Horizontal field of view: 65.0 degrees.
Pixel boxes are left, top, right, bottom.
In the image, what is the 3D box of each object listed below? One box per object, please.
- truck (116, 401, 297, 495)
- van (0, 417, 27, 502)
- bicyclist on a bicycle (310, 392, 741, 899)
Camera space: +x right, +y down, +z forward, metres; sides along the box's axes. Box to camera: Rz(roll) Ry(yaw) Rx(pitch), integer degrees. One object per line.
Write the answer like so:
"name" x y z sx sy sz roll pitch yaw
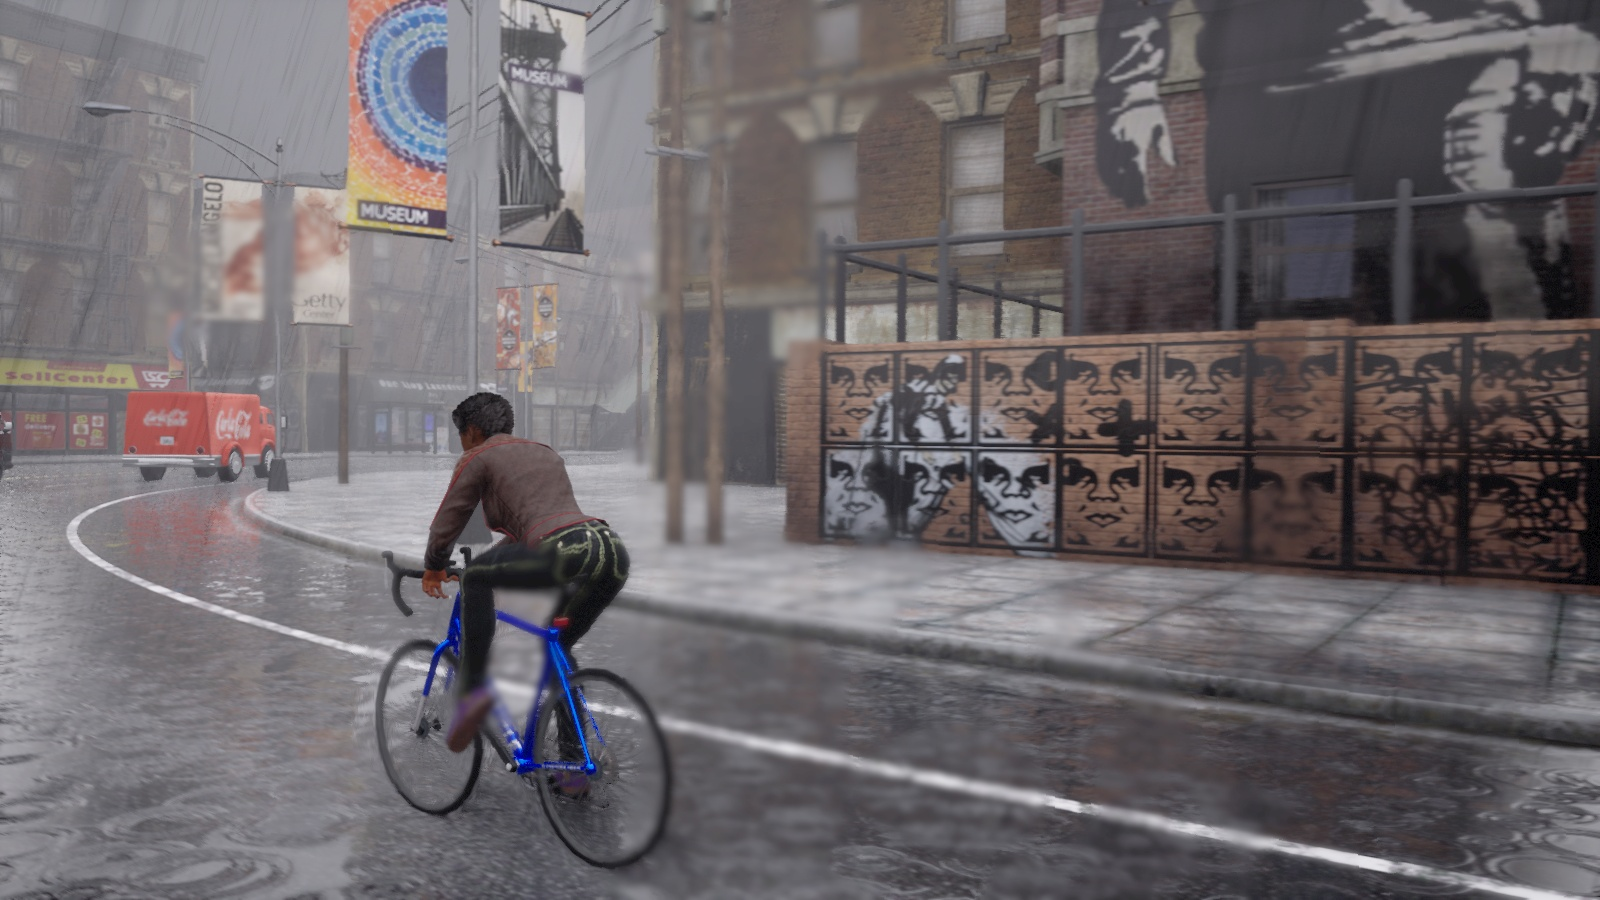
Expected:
"truck" -16.853 -0.082 36.059 2.627 2.467 5.204 -1 1 1
"van" -19.900 0.248 28.955 2.069 2.038 4.480 -1 1 -11
"bicyclist on a bicycle" -1.040 0.634 4.544 1.656 1.620 0.582 0 0 38
